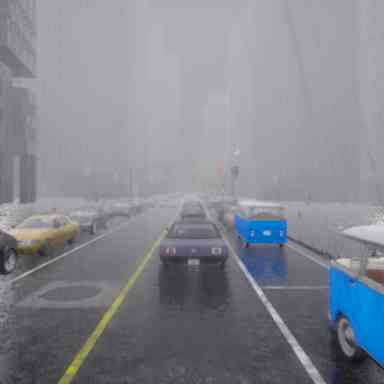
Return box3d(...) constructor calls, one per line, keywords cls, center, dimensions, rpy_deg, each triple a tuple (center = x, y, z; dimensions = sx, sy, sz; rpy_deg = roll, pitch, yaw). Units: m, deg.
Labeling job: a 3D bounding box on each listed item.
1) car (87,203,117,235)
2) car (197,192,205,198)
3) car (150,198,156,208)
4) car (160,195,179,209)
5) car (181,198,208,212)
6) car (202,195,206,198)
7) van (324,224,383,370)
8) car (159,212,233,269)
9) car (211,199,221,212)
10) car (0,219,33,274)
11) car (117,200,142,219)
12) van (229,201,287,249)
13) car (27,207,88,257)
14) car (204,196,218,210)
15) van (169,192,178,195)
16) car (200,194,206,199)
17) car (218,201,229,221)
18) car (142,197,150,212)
box3d(cls="car", center=(-5.758, 1.494, 18.306), dimensions=(2.008, 1.369, 4.403), rpy_deg=(0, 0, 0))
box3d(cls="car", center=(2.964, 1.317, 86.689), dimensions=(2.008, 1.369, 4.403), rpy_deg=(0, 0, 1))
box3d(cls="car", center=(-5.756, 1.421, 44.511), dimensions=(2.008, 1.369, 4.403), rpy_deg=(0, 0, 0))
box3d(cls="car", center=(-3.058, 1.475, 43.238), dimensions=(1.895, 1.301, 4.718), rpy_deg=(0, 0, 0))
box3d(cls="car", center=(0.077, 1.480, 27.840), dimensions=(1.994, 1.385, 4.181), rpy_deg=(0, 0, 0))
box3d(cls="car", center=(2.770, 1.421, 44.507), dimensions=(2.008, 1.369, 4.403), rpy_deg=(0, 0, 0))
box3d(cls="van", center=(2.765, 1.330, 3.289), dimensions=(1.690, 1.788, 3.998), rpy_deg=(0, 0, 0))
box3d(cls="car", center=(0.064, 1.566, 11.013), dimensions=(1.895, 1.301, 4.718), rpy_deg=(0, 0, 0))
box3d(cls="car", center=(2.767, 1.490, 24.943), dimensions=(1.947, 1.339, 4.313), rpy_deg=(0, 0, 0))
box3d(cls="car", center=(-5.760, 1.541, 7.727), dimensions=(1.947, 1.339, 4.313), rpy_deg=(0, 0, 0))
box3d(cls="car", center=(-5.758, 1.466, 28.178), dimensions=(2.008, 1.369, 4.403), rpy_deg=(0, 0, 0))
box3d(cls="van", center=(2.766, 1.297, 14.116), dimensions=(1.690, 1.788, 3.998), rpy_deg=(0, 0, 0))
box3d(cls="car", center=(-5.759, 1.485, 12.847), dimensions=(1.752, 1.417, 4.829), rpy_deg=(0, 0, 0))
box3d(cls="car", center=(2.769, 1.434, 39.514), dimensions=(2.008, 1.369, 4.403), rpy_deg=(0, 0, 0))
box3d(cls="van", center=(-5.510, 1.095, 92.278), dimensions=(1.690, 1.788, 3.998), rpy_deg=(0, 0, 1))
box3d(cls="car", center=(3.016, 1.279, 92.372), dimensions=(1.752, 1.417, 4.829), rpy_deg=(0, 0, 1))
box3d(cls="car", center=(2.767, 1.465, 19.699), dimensions=(1.752, 1.417, 4.829), rpy_deg=(0, 0, 0))
box3d(cls="car", center=(-5.757, 1.444, 33.622), dimensions=(1.887, 1.381, 4.507), rpy_deg=(0, 0, 0))
